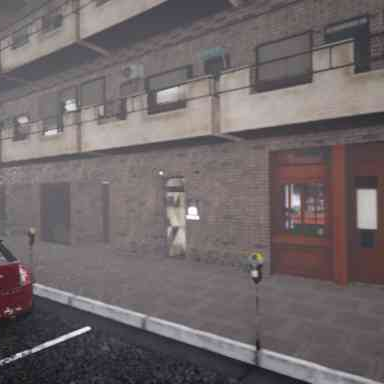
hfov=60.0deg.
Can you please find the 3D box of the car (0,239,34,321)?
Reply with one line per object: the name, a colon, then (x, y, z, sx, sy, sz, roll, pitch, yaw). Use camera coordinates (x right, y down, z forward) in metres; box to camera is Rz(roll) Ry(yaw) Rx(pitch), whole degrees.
car: (-4.754, 1.453, 6.102, 4.097, 1.590, 1.967, 0, -1, 35)
